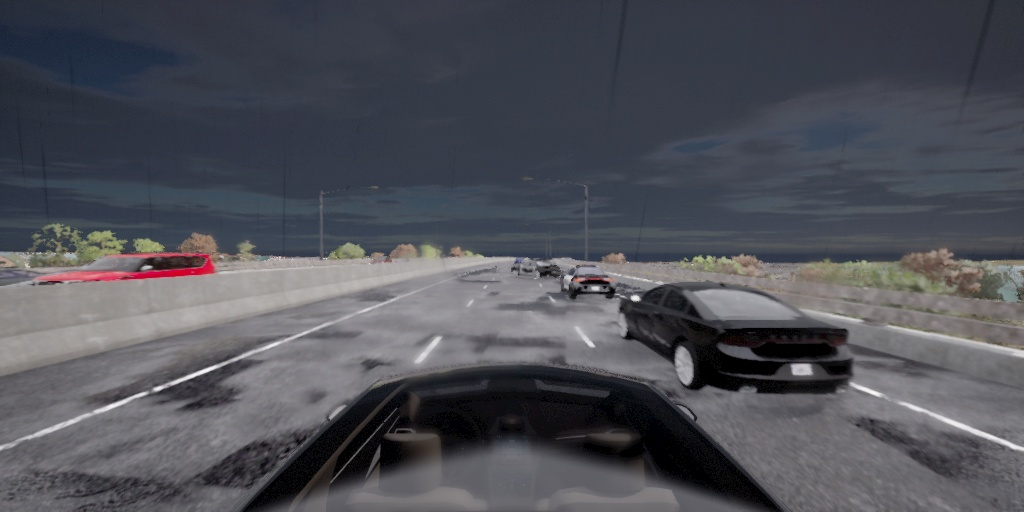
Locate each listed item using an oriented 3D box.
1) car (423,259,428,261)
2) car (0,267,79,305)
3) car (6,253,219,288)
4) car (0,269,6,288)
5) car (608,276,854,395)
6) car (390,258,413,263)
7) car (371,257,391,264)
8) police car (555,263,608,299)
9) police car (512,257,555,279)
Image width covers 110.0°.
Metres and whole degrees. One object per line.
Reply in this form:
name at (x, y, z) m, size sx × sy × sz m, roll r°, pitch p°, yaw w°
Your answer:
car at (-13.232, 1.178, 55.107) m, size 1.895 × 1.301 × 4.718 m, roll 0°, pitch 0°, yaw 2°
car at (-21.040, 1.225, 14.495) m, size 1.994 × 1.385 × 4.181 m, roll 0°, pitch 0°, yaw 1°
car at (-14.053, 0.895, 13.563) m, size 2.150 × 2.045 × 5.566 m, roll 0°, pitch 0°, yaw 1°
car at (-17.539, 1.230, 14.456) m, size 1.994 × 1.385 × 4.181 m, roll 0°, pitch 0°, yaw 1°
car at (3.502, 1.206, 6.798) m, size 1.882 × 1.535 × 5.008 m, roll 0°, pitch 0°, yaw 0°
car at (-16.722, 1.094, 55.674) m, size 1.812 × 1.442 × 4.674 m, roll 0°, pitch 0°, yaw 2°
car at (-20.218, 0.918, 55.869) m, size 2.097 × 1.767 × 4.553 m, roll 0°, pitch 0°, yaw 2°
police car at (3.564, 1.188, 17.722) m, size 2.038 × 1.542 × 4.974 m, roll 0°, pitch 0°, yaw 1°
police car at (1.897, 1.070, 30.977) m, size 1.930 × 1.638 × 5.238 m, roll 0°, pitch 0°, yaw -36°
